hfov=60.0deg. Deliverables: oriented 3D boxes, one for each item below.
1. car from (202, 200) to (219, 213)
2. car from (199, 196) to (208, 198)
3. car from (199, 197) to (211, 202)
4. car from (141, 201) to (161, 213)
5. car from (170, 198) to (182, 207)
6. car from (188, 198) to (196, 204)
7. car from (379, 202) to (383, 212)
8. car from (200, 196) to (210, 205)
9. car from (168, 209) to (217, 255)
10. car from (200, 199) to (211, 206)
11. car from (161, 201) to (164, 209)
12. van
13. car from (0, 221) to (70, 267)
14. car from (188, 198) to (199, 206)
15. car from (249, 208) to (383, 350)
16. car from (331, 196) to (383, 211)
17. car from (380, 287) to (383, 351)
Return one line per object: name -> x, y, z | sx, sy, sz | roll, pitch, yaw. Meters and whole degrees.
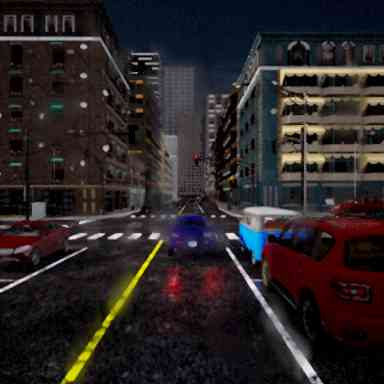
car -> 2.679, 2.044, 44.222 | 1.802, 1.307, 4.206 | 0, -1, 0
car -> 3.098, 2.023, 74.821 | 2.150, 2.045, 5.566 | 0, -1, 0
car -> 2.677, 2.186, 60.791 | 1.887, 1.381, 4.507 | 0, -1, 0
car -> -5.702, 2.028, 44.233 | 1.947, 1.339, 4.313 | 0, -1, 0
car -> -3.019, 2.298, 66.032 | 1.895, 1.301, 4.718 | 0, -1, 0
car -> -0.009, 2.250, 83.683 | 1.812, 1.442, 4.674 | 0, -1, 0
car -> 15.781, 1.586, 22.991 | 4.313, 1.339, 1.947 | -1, 1, 0
car -> 3.098, 2.093, 81.821 | 2.150, 2.045, 5.566 | 0, -1, 0
car -> -0.034, 1.669, 13.883 | 1.812, 1.442, 4.674 | 0, 0, -1
car -> 2.678, 2.087, 49.745 | 1.947, 1.339, 4.313 | 0, -1, 0
car -> -5.704, 2.147, 55.279 | 1.947, 1.339, 4.313 | 0, -1, 0
van -> 2.681, 1.464, 11.831 | 1.690, 1.788, 3.998 | 0, -1, 0
car -> -5.699, 1.705, 11.829 | 1.802, 1.307, 4.206 | 0, -1, 0
car -> -0.009, 2.311, 74.509 | 2.128, 1.511, 4.902 | 0, -1, 0
car -> 2.681, 1.381, 6.304 | 2.192, 1.841, 5.009 | 0, -1, 0
car -> 15.755, 1.357, 31.368 | 5.009, 1.841, 2.192 | -1, 1, 0
car -> 2.683, 1.554, 0.774 | 1.887, 1.381, 4.507 | 0, -1, 0
